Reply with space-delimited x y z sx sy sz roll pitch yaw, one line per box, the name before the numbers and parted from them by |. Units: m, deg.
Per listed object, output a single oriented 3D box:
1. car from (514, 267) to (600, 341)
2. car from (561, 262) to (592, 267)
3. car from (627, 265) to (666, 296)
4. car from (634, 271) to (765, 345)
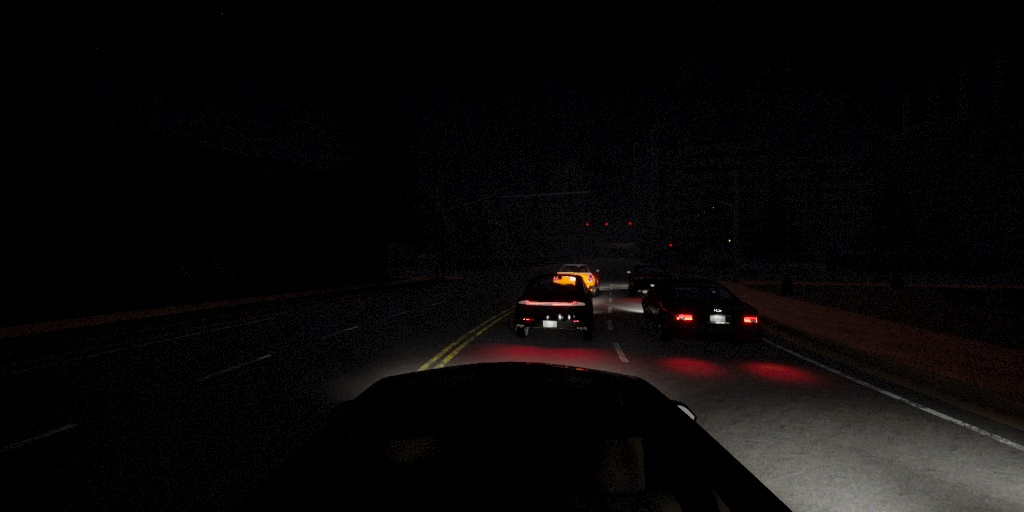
car | 1.319 1.242 10.040 2.128 1.511 4.902 0 0 12
car | 3.481 1.102 18.929 2.097 1.767 4.553 0 0 16
car | 7.249 1.228 19.102 1.882 1.535 5.008 0 0 16
car | 4.692 1.297 9.613 2.033 1.411 5.357 0 0 13
